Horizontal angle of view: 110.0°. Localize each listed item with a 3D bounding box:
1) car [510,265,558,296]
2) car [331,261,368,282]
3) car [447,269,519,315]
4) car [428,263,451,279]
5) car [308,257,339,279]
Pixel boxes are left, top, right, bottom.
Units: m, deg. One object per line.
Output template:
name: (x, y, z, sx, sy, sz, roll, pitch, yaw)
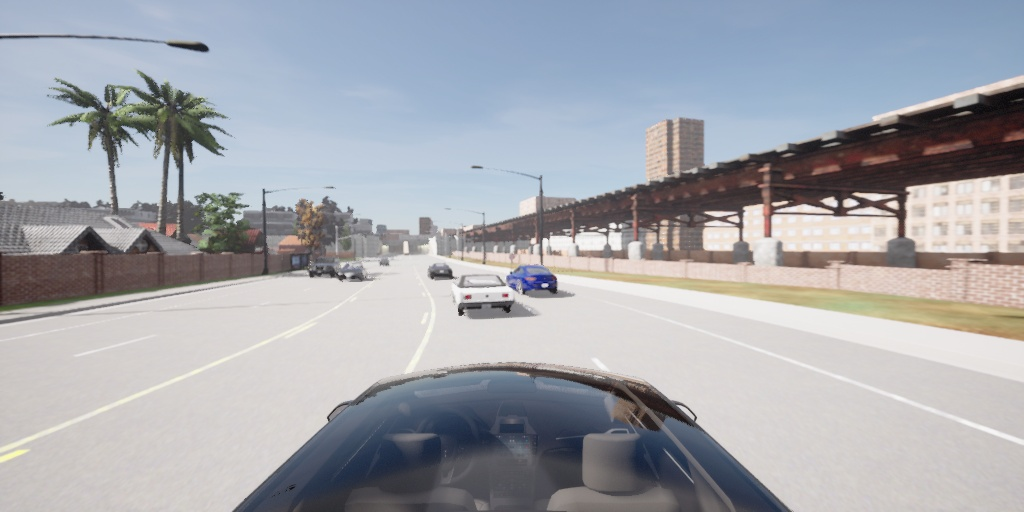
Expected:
car: (0.945, 1.195, 18.835, 1.812, 1.442, 4.674, -1, 0, -15)
car: (-13.402, 1.346, 30.354, 2.128, 1.511, 4.902, -1, 0, -16)
car: (-1.299, 1.326, 13.692, 1.895, 1.301, 4.718, -1, 0, -13)
car: (-6.542, 1.302, 32.504, 1.994, 1.385, 4.181, -1, 0, -16)
car: (-18.728, 1.142, 36.161, 2.150, 2.045, 5.566, -1, 0, -16)
